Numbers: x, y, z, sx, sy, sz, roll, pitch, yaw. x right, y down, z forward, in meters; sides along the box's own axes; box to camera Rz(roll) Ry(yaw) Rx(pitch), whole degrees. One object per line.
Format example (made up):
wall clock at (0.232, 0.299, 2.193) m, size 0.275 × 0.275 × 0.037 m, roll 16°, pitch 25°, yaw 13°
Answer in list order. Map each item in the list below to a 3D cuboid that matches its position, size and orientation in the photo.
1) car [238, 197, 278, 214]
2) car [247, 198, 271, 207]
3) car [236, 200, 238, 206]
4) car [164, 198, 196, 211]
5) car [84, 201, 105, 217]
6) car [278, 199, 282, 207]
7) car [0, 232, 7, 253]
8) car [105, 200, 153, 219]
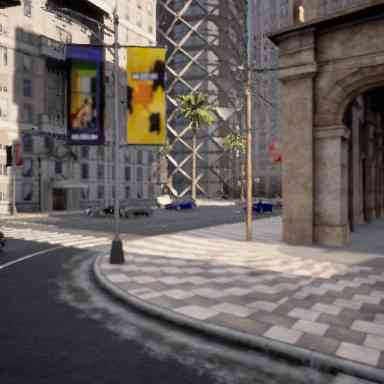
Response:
car at (7.284, 1.534, 36.202) m, size 1.882 × 1.535 × 5.008 m, roll 0°, pitch 0°, yaw 35°
car at (10.744, 1.683, 53.233) m, size 1.895 × 1.301 × 4.718 m, roll 0°, pitch 0°, yaw 36°
car at (9.279, 1.573, 57.136) m, size 1.882 × 1.535 × 5.008 m, roll 0°, pitch 0°, yaw 36°
car at (-1.451, 1.573, 42.358) m, size 1.882 × 1.535 × 5.008 m, roll 0°, pitch 0°, yaw 36°
car at (-8.283, 1.586, 32.762) m, size 2.128 × 1.511 × 4.902 m, roll 0°, pitch 0°, yaw 35°
car at (12.112, 1.634, 48.996) m, size 1.994 × 1.385 × 4.181 m, roll 0°, pitch 0°, yaw 36°
car at (-7.604, 1.591, 10.068) m, size 2.033 × 1.411 × 5.357 m, roll 0°, pitch 0°, yaw -7°
car at (-5.512, 1.646, 30.620) m, size 1.994 × 1.385 × 4.181 m, roll 0°, pitch 0°, yaw 35°
